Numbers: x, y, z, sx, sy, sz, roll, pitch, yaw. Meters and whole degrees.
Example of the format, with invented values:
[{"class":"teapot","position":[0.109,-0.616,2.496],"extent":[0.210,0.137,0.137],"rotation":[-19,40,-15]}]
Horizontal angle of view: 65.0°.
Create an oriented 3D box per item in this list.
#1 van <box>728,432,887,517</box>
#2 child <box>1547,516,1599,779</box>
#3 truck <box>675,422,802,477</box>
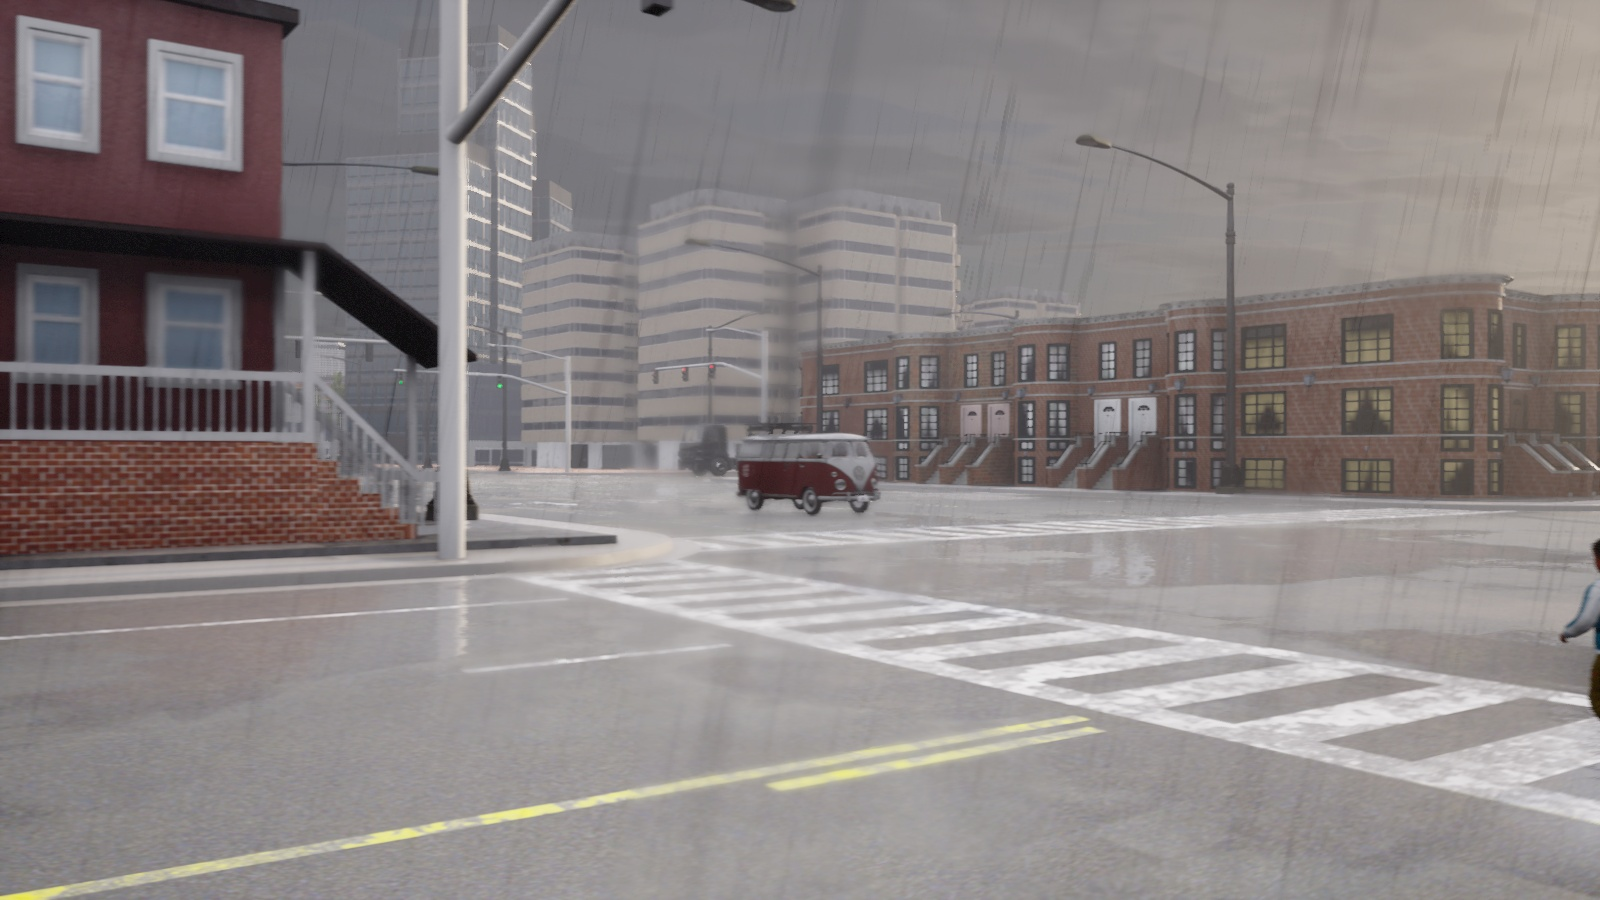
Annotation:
[{"class":"van","position":[0.116,0.575,31.690],"extent":[1.775,1.987,4.442],"rotation":[0,0,-35]},{"class":"child","position":[3.827,0.916,5.887],"extent":[0.343,1.192,0.448],"rotation":[0,0,-13]},{"class":"truck","position":[-3.942,-0.028,81.670],"extent":[7.936,3.462,2.891],"rotation":[0,0,-35]}]
